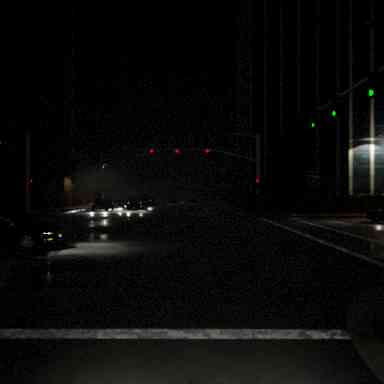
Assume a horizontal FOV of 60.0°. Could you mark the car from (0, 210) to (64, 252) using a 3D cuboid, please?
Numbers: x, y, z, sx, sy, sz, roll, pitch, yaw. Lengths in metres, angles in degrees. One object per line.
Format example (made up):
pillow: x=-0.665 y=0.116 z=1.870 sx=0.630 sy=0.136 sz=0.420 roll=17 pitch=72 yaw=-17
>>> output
car: x=-7.731 y=1.509 z=13.372 sx=4.892 sy=1.490 sz=1.837 roll=0 pitch=0 yaw=-1

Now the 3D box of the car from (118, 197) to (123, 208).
car: x=-10.639 y=1.507 z=49.159 sx=2.128 sy=1.511 sz=4.902 roll=0 pitch=0 yaw=0

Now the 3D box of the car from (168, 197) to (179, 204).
car: x=-3.562 y=1.621 z=65.523 sx=1.895 sy=1.301 sz=4.718 roll=0 pitch=0 yaw=0

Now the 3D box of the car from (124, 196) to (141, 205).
car: x=-10.608 y=1.510 z=59.342 sx=2.128 sy=1.511 sz=4.902 roll=0 pitch=0 yaw=0

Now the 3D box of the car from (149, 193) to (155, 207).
car: x=-7.136 y=1.238 z=52.901 sx=2.150 sy=2.045 sz=5.566 roll=0 pitch=0 yaw=0

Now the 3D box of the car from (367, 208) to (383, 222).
car: x=15.460 y=1.485 z=24.329 sx=5.008 sy=1.535 sz=1.882 roll=0 pitch=0 yaw=-1

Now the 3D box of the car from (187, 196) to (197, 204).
car: x=-0.062 y=1.546 z=64.957 sx=1.812 sy=1.442 sz=4.674 roll=0 pitch=0 yaw=0

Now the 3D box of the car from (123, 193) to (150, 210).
car: x=-7.139 y=1.365 z=43.399 sx=2.097 sy=1.767 sz=4.553 roll=0 pitch=0 yaw=0

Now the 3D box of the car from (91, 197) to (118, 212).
car: x=-10.617 y=1.538 z=39.890 sx=1.812 sy=1.442 sz=4.674 roll=0 pitch=0 yaw=0
